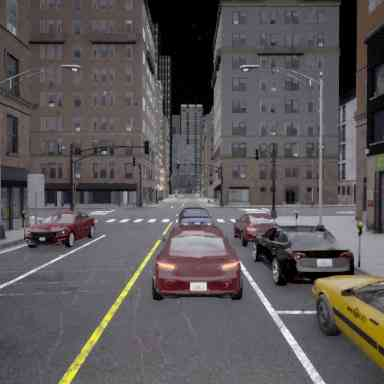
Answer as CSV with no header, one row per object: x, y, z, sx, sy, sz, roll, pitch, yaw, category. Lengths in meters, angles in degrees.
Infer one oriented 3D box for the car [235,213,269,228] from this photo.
2.869,1.577,14.850,1.802,1.307,4.206,-1,0,0,car

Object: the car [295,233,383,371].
2.866,1.524,3.848,1.752,1.417,4.829,-1,0,0,car

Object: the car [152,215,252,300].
0.100,1.523,8.233,1.812,1.442,4.674,0,0,0,car

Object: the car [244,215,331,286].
2.868,1.563,9.264,1.947,1.339,4.313,-1,0,0,car

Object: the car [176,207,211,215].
0.136,1.542,18.253,2.033,1.411,5.357,0,0,-3,car

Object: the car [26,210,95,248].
-5.676,1.540,14.849,1.887,1.381,4.507,-1,0,0,car
